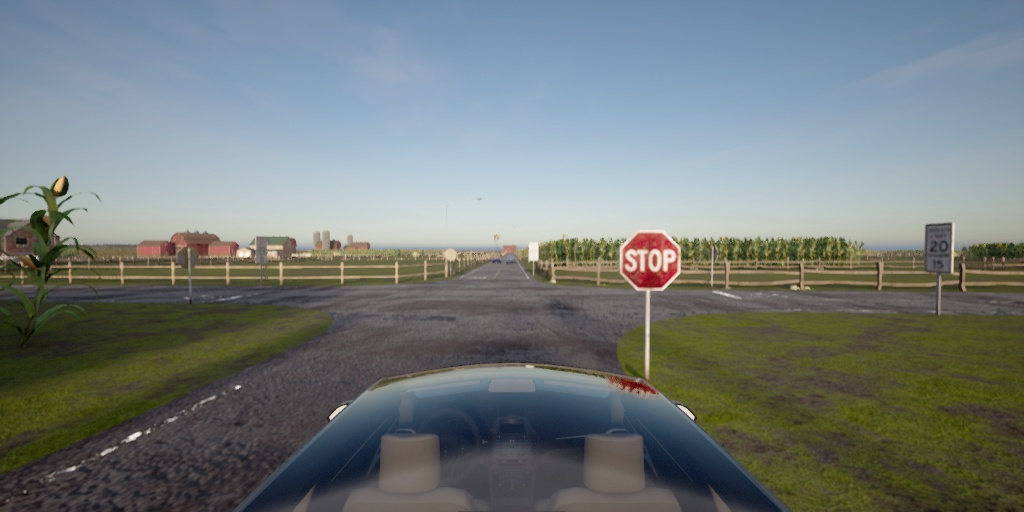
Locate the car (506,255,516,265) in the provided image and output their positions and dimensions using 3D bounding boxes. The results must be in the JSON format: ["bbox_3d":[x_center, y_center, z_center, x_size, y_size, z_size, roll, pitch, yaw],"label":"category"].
[{"bbox_3d":[-0.130,0.773,63.427,2.033,1.411,5.357,0,1,0],"label":"car"}]
